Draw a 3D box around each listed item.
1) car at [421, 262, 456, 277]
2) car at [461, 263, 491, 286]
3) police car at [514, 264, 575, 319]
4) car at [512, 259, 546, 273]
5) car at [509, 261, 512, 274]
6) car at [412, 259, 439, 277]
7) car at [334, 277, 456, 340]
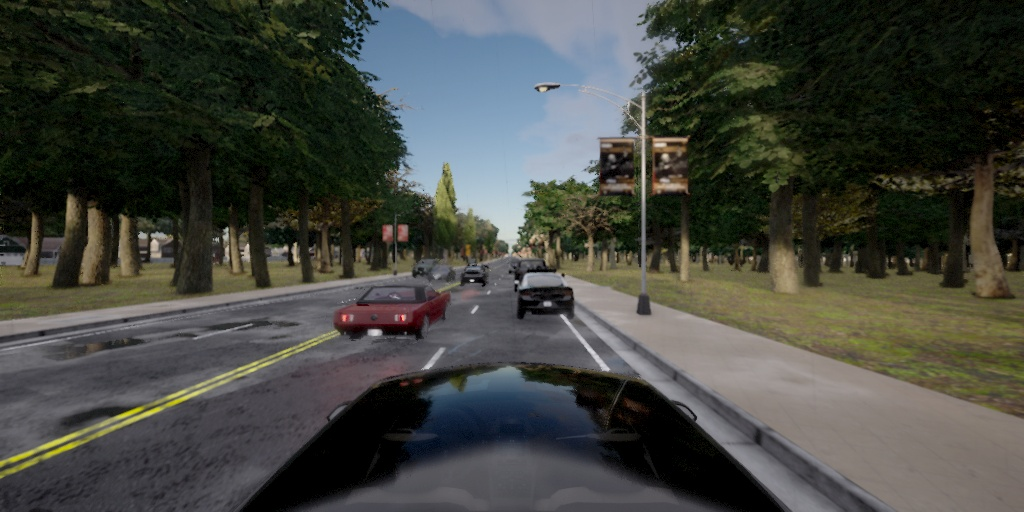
[{"bbox_3d":[-6.250,1.566,32.255,2.128,1.511,4.902,0,-1,1],"label":"car"},{"bbox_3d":[-2.844,1.528,28.161,1.837,1.490,4.892,0,-1,1],"label":"car"},{"bbox_3d":[1.122,1.291,13.555,1.930,1.638,5.238,0,-1,1],"label":"police car"},{"bbox_3d":[1.230,1.191,23.476,2.150,2.045,5.566,0,-1,1],"label":"car"},{"bbox_3d":[0.559,1.813,50.270,1.994,1.385,4.181,0,-1,2],"label":"car"},{"bbox_3d":[-9.417,1.383,39.936,2.150,2.045,5.566,0,-1,1],"label":"car"},{"bbox_3d":[-3.038,1.442,10.256,1.895,1.301,4.718,0,-1,1],"label":"car"}]
